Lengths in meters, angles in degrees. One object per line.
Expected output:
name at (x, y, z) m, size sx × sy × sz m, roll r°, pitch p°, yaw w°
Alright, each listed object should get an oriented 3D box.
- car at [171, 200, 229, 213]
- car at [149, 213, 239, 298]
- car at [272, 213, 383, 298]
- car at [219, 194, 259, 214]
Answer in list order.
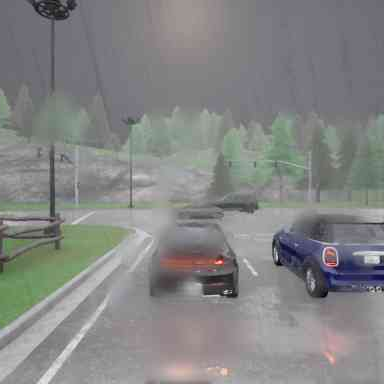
car at (0.396, 1.564, 26.129) m, size 4.181 × 1.385 × 1.994 m, roll 0°, pitch 0°, yaw -11°
car at (0.051, 1.505, 8.502) m, size 1.837 × 1.490 × 4.892 m, roll 0°, pitch 0°, yaw 0°
car at (3.552, 1.352, 8.667) m, size 2.097 × 1.767 × 4.553 m, roll 0°, pitch 0°, yaw 0°
car at (4.079, 1.221, 33.952) m, size 5.566 × 2.045 × 2.150 m, roll 0°, pitch 0°, yaw -9°
